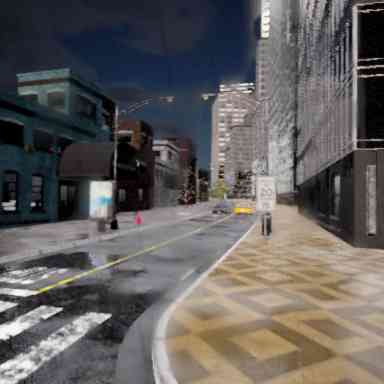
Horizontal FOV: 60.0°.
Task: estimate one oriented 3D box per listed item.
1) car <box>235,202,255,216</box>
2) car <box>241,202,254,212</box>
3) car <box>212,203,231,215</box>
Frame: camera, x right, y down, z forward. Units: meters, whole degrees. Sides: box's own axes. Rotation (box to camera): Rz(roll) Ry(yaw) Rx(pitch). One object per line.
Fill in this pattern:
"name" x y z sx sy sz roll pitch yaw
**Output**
"car" 6.341 2.020 40.448 1.882 1.535 5.008 1 -1 13
"car" 8.571 2.238 51.422 1.812 1.442 4.674 1 -1 11
"car" 3.774 2.074 41.982 2.033 1.411 5.357 1 -1 13
